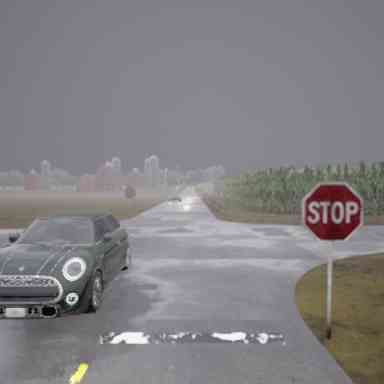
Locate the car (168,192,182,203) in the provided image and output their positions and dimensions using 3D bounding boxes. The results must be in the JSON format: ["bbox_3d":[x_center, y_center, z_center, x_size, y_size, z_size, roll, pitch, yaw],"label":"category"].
[{"bbox_3d":[-2.759,0.776,54.480,2.097,1.767,4.553,0,0,0],"label":"car"}]

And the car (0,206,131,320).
[{"bbox_3d":[-2.752,1.266,7.429,2.097,1.767,4.553,0,0,0],"label":"car"}]
